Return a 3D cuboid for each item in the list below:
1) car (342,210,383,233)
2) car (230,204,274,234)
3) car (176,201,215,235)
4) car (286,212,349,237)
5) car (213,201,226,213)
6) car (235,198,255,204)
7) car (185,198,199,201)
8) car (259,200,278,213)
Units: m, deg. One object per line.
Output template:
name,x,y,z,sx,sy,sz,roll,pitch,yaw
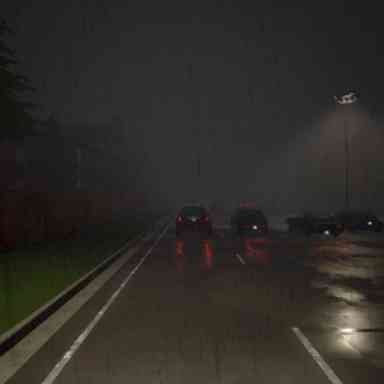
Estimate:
car,10.600,1.855,21.833,1.994,1.385,4.181,0,-1,0
car,3.599,1.790,21.361,1.837,1.490,4.892,0,-1,0
car,0.100,1.632,21.023,2.097,1.767,4.553,0,-1,0
car,7.100,1.864,19.728,1.895,1.301,4.718,0,-1,0
car,3.526,1.966,46.247,2.097,1.767,4.553,0,-1,0
car,7.006,1.810,44.132,2.150,2.045,5.566,0,0,0
car,0.011,1.818,44.648,2.150,2.045,5.566,0,0,0
car,10.529,1.969,46.529,2.097,1.767,4.553,0,-1,0
